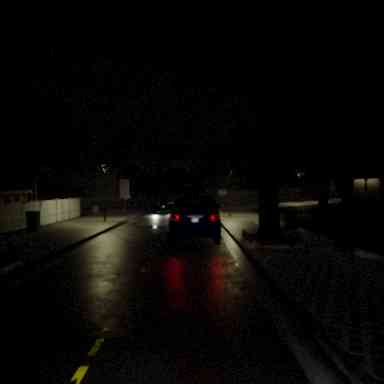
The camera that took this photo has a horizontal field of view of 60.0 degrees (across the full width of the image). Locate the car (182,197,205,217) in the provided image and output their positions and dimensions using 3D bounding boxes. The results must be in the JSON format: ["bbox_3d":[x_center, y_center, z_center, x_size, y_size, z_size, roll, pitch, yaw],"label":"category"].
[{"bbox_3d":[0.138,1.301,29.808,1.882,1.535,5.008,0,0,0],"label":"car"}]

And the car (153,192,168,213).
[{"bbox_3d":[-2.706,1.021,34.146,2.150,2.045,5.566,0,0,0],"label":"car"}]

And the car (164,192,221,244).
[{"bbox_3d":[0.119,1.134,15.389,2.150,2.045,5.566,0,1,0],"label":"car"}]
